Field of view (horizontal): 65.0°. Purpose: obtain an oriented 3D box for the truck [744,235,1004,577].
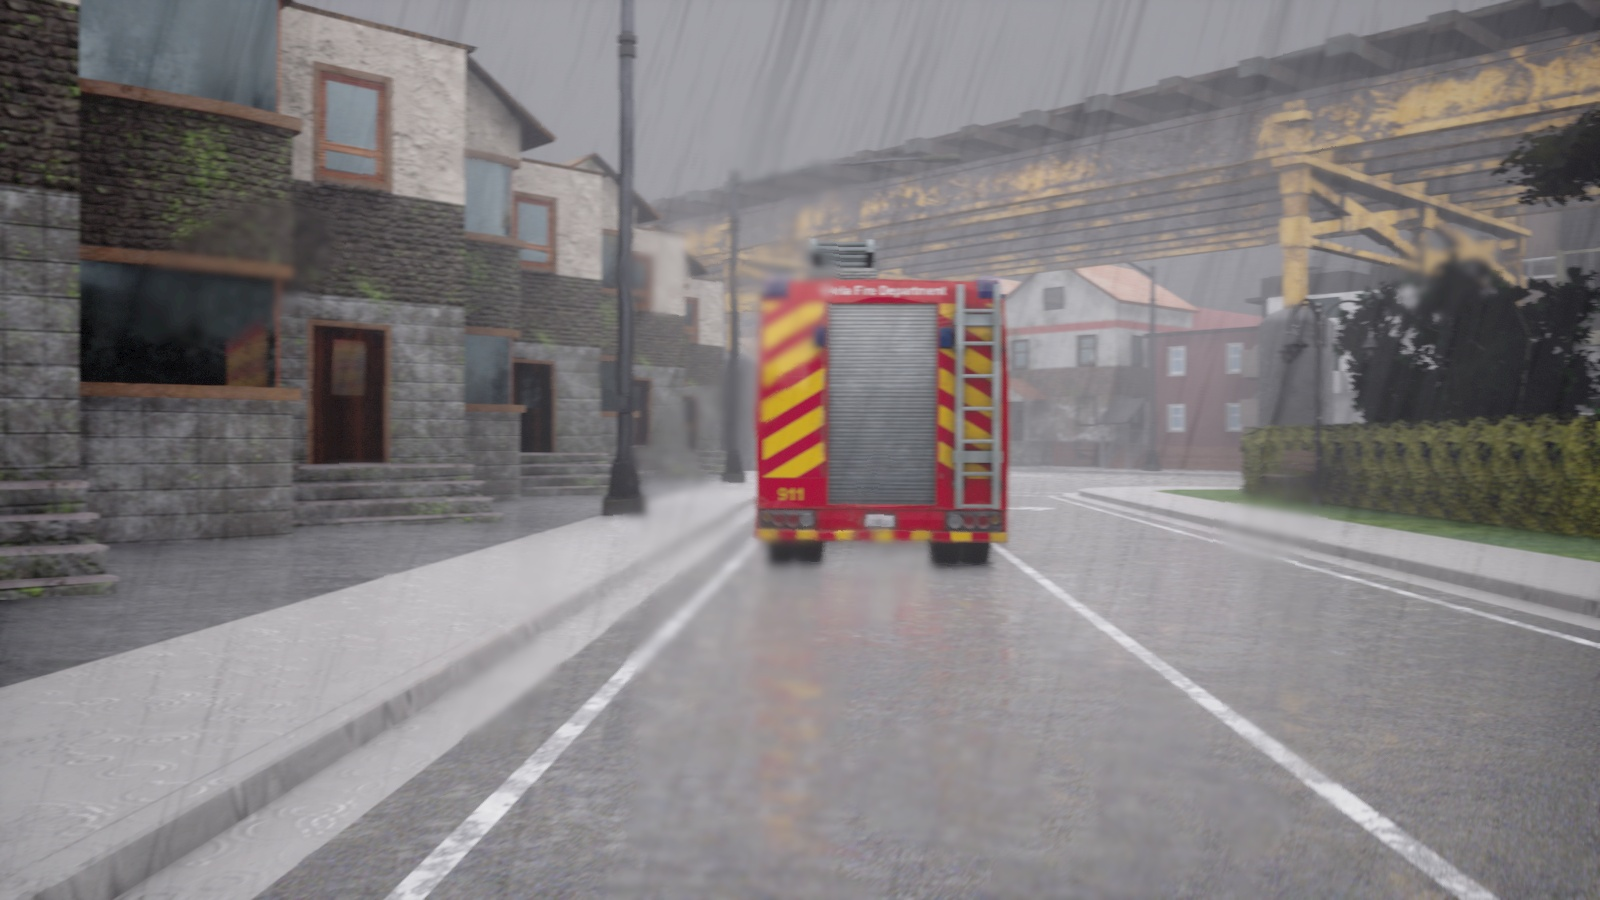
[{"bbox_3d":[0.981,-0.519,18.343,2.891,3.827,8.468,0,0,2],"label":"truck"}]
